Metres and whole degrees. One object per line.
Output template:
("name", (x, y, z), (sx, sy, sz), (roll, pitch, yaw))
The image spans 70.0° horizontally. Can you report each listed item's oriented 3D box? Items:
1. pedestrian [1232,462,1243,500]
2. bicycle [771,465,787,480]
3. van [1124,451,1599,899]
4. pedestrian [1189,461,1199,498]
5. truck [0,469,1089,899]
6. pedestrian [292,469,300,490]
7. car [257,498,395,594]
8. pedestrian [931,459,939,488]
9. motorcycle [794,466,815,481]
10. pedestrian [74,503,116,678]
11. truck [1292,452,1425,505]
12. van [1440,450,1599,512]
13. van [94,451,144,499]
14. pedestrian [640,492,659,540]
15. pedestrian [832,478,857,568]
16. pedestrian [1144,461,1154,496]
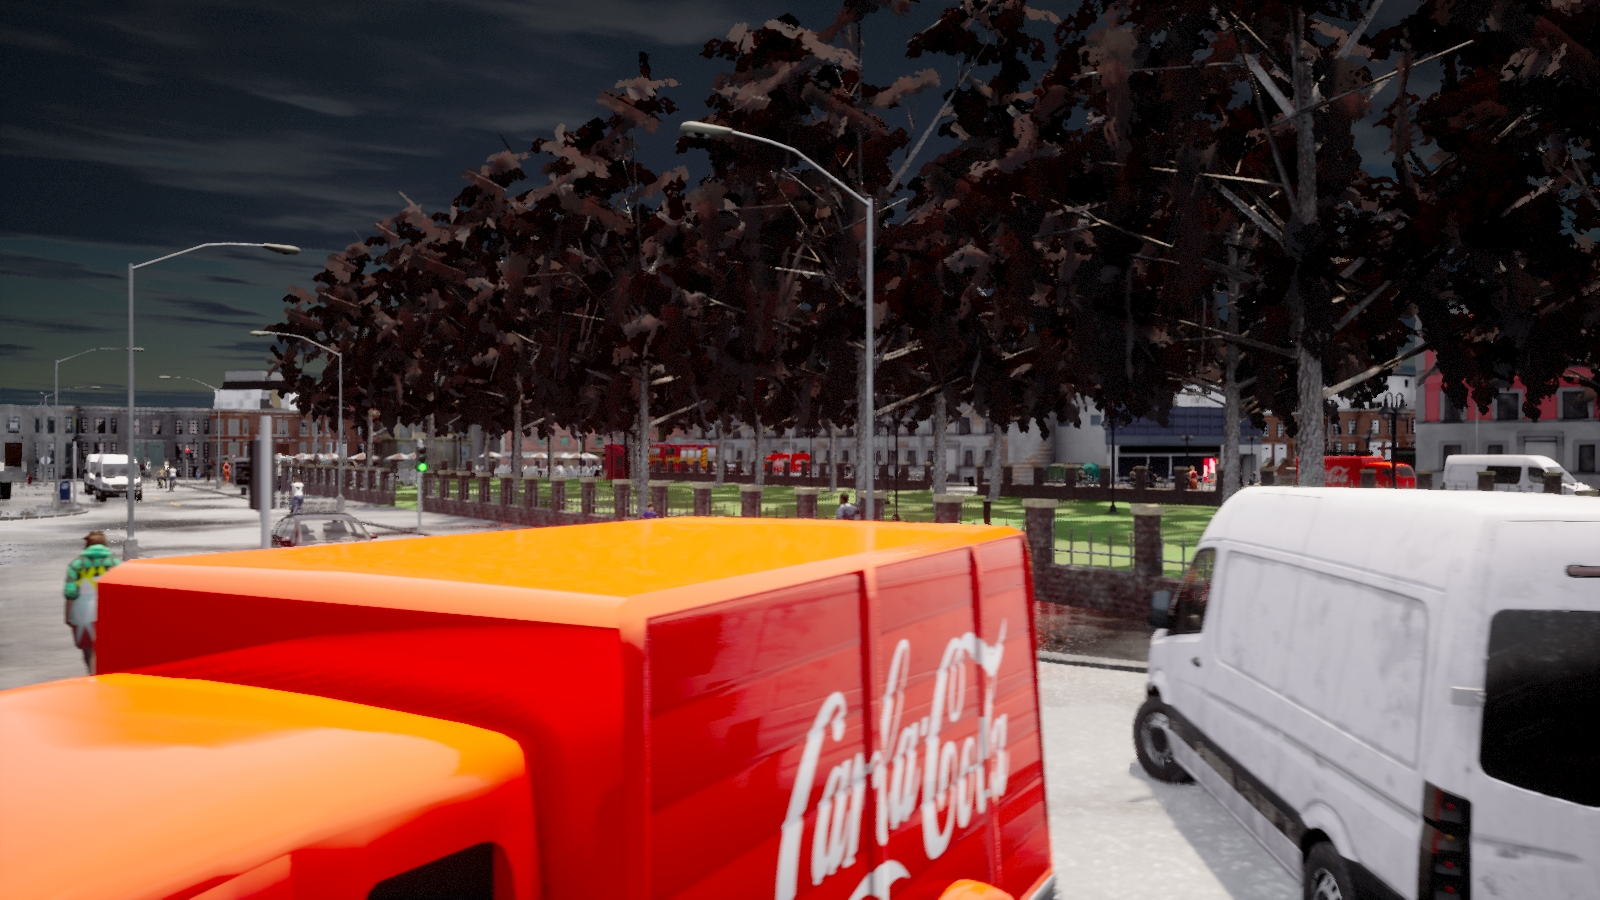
("pedestrian", (21.568, 1.501, 56.318), (0.375, 1.860, 0.375), (0, 0, -23))
("bicycle", (-1.808, 1.919, 98.058), (0.329, 1.271, 1.835), (0, 0, -35))
("van", (3.855, 1.309, 7.693), (1.988, 2.561, 5.915), (1, 0, 4))
("pedestrian", (20.178, 1.498, 58.548), (0.375, 1.860, 0.375), (0, 0, -8))
("truck", (-0.962, 1.347, 3.846), (2.627, 2.467, 5.204), (0, 0, 28))
("pedestrian", (-30.699, 1.806, 69.614), (0.375, 1.300, 0.375), (0, 0, -35))
("car", (-9.405, 1.806, 22.531), (1.789, 1.549, 3.705), (0, 0, -35))
("pedestrian", (8.798, 1.504, 74.294), (0.375, 1.860, 0.375), (0, 0, -35))
("motorcycle", (0.405, 1.940, 94.825), (0.856, 1.236, 1.805), (0, 0, -35))
("pedestrian", (-7.710, 1.517, 12.501), (0.375, 1.860, 0.375), (0, 0, -30))
("truck", (27.310, 1.320, 56.028), (2.627, 2.467, 5.204), (0, 0, -35))
("van", (31.524, 1.285, 49.981), (1.988, 2.561, 5.915), (0, 0, -35))
("van", (-37.996, 1.321, 63.714), (1.988, 2.561, 5.915), (0, 0, -35))
("pedestrian", (-4.114, 1.801, 31.208), (0.375, 1.300, 0.375), (0, 0, -34))
("pedestrian", (0.938, 1.519, 23.968), (0.375, 1.860, 0.375), (0, 0, -34))
("pedestrian", (18.453, 1.501, 60.446), (0.375, 1.860, 0.375), (0, 0, -38))
